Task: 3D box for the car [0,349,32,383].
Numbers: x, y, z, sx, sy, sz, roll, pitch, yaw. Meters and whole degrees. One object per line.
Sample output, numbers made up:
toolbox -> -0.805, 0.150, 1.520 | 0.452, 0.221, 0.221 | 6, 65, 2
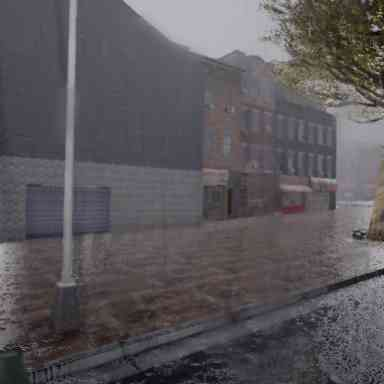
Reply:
car -> -2.936, 1.608, 0.959 | 4.718, 1.301, 1.895 | 0, 0, -36
